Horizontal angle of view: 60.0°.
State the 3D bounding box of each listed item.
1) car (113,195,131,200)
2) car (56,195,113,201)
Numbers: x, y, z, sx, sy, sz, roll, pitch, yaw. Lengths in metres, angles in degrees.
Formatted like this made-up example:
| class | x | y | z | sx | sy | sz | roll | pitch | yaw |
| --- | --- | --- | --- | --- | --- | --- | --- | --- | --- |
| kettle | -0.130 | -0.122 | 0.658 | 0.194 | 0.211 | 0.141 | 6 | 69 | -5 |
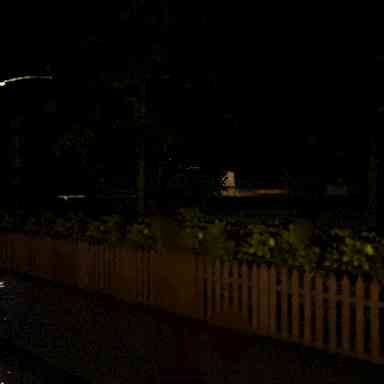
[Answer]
| class | x | y | z | sx | sy | sz | roll | pitch | yaw |
| --- | --- | --- | --- | --- | --- | --- | --- | --- | --- |
| car | -9.727 | 1.415 | 40.889 | 2.150 | 2.045 | 5.566 | -1 | 0 | 36 |
| car | -11.011 | 1.397 | 32.915 | 2.150 | 2.045 | 5.566 | 0 | 0 | 37 |
